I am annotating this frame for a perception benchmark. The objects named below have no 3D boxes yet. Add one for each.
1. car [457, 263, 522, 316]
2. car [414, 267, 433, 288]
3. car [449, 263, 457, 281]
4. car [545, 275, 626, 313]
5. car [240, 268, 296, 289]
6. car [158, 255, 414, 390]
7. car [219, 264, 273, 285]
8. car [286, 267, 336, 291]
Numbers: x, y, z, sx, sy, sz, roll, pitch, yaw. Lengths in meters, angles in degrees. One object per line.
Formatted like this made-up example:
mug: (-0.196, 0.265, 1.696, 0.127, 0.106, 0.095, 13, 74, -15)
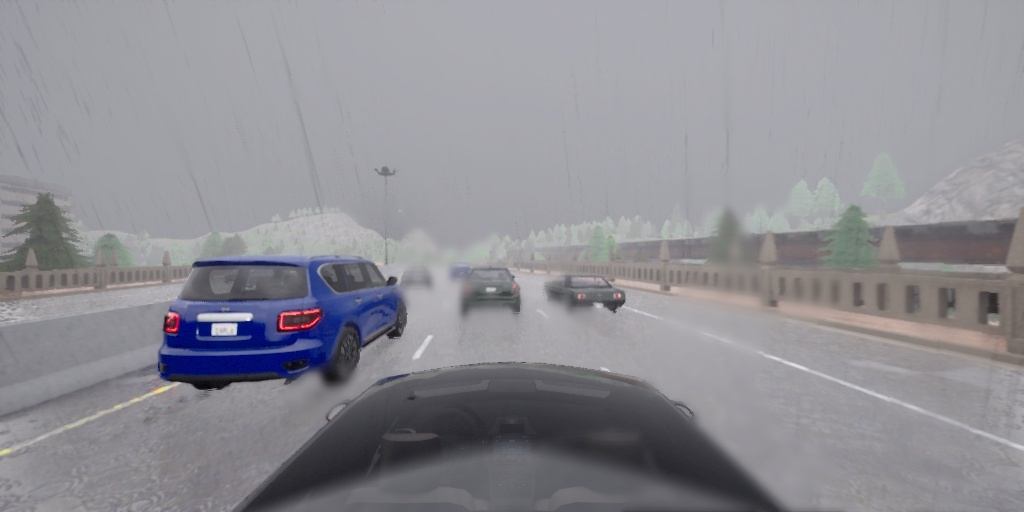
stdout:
car: (-0.911, 1.153, 13.886, 2.097, 1.767, 4.553, 0, 0, -7)
car: (-6.496, 1.445, 24.916, 1.994, 1.385, 4.181, 0, 0, -13)
car: (-4.506, 1.371, 31.733, 1.882, 1.535, 5.008, 0, 0, -14)
car: (2.639, 1.380, 14.147, 1.895, 1.301, 4.718, 0, 0, -7)
car: (-17.767, 1.575, 26.390, 1.895, 1.301, 4.718, 0, 0, -14)
car: (-3.707, 1.013, 7.116, 2.150, 2.045, 5.566, 0, 0, -3)
car: (-22.397, 1.504, 30.482, 1.882, 1.535, 5.008, 0, 0, -14)
car: (-13.798, 1.502, 24.910, 1.994, 1.385, 4.181, 0, 0, -14)
